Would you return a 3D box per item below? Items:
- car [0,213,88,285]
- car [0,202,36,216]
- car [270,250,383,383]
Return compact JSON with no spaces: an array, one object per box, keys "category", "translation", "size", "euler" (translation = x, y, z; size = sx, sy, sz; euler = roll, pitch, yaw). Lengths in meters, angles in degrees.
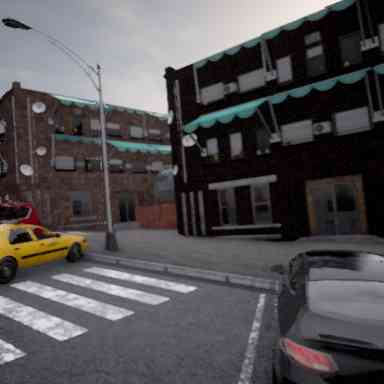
[{"category":"car","translation":[-5.230,1.615,10.050],"size":[1.946,1.575,5.366],"euler":[-1,-1,15]},{"category":"car","translation":[-7.757,1.402,11.591],"size":[2.435,2.045,5.566],"euler":[0,-1,15]},{"category":"car","translation":[2.095,1.538,4.615],"size":[2.002,1.452,4.674],"euler":[-1,-1,16]}]
